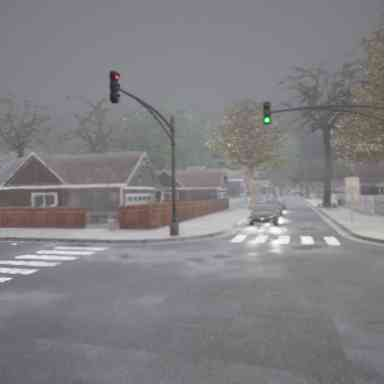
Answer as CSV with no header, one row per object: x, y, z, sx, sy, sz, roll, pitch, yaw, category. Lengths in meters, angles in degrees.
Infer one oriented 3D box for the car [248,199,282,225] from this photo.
5.252,1.515,23.876,1.837,1.490,4.892,-1,0,17,car

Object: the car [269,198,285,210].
10.996,1.525,42.841,1.812,1.442,4.674,-1,0,17,car

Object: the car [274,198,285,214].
7.993,1.495,32.934,2.128,1.511,4.902,-1,0,17,car
